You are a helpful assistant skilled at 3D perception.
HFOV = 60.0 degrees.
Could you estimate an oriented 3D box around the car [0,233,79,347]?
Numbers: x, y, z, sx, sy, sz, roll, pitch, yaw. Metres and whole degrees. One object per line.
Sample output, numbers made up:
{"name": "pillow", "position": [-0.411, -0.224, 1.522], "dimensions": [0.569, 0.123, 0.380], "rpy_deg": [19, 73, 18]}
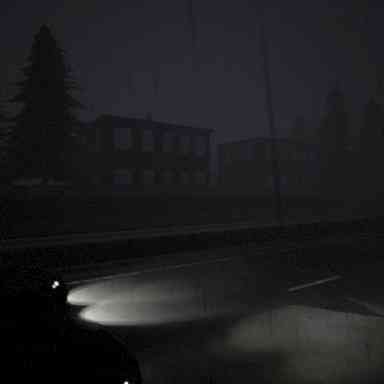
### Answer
{"name": "car", "position": [-4.143, 1.565, 5.090], "dimensions": [4.181, 1.385, 1.994], "rpy_deg": [0, 0, -36]}

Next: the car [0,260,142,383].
{"name": "car", "position": [-2.629, 1.491, 1.870], "dimensions": [4.902, 1.511, 2.128], "rpy_deg": [0, 0, -36]}
